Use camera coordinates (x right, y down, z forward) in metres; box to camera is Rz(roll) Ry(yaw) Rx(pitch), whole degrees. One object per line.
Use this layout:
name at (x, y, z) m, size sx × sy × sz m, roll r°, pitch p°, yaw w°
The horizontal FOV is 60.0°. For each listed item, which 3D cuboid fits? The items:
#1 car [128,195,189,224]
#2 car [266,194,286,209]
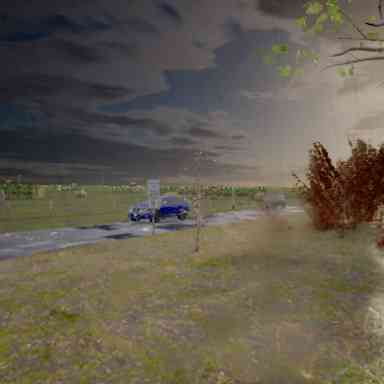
car at (-2.424, 1.262, 25.752) m, size 2.150 × 2.045 × 5.566 m, roll 0°, pitch 0°, yaw 35°
car at (10.656, 1.328, 44.138) m, size 2.150 × 2.045 × 5.566 m, roll 0°, pitch 0°, yaw 36°
